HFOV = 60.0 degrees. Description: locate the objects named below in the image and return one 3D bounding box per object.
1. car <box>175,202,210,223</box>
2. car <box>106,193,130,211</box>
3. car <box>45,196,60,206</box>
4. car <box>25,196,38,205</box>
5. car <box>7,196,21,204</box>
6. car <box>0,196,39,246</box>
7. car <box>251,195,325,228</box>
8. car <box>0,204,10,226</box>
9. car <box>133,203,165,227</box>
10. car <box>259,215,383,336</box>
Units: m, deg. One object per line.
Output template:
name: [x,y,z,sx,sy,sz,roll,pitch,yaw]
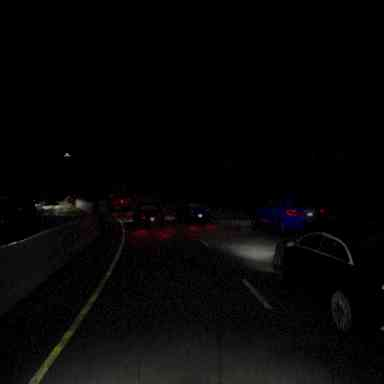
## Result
car: [-0.013,1.456,25.065,1.812,1.442,4.674,0,0,-15]
car: [-8.880,1.153,39.852,2.150,2.045,5.566,0,0,-22]
car: [-22.451,1.478,53.558,1.837,1.490,4.892,0,0,-23]
car: [-29.278,1.495,60.731,1.837,1.490,4.892,0,0,-23]
car: [-35.420,1.543,66.197,1.994,1.385,4.181,0,0,-23]
car: [-8.660,1.216,15.070,2.150,2.045,5.566,0,0,-10]
car: [5.123,1.150,18.457,2.150,2.045,5.566,0,0,-10]
car: [-14.073,1.571,22.772,1.994,1.385,4.181,0,0,-16]
car: [-2.971,1.477,22.540,1.812,1.442,4.674,0,0,-14]
car: [3.132,1.465,6.655,2.128,1.511,4.902,0,0,-4]
